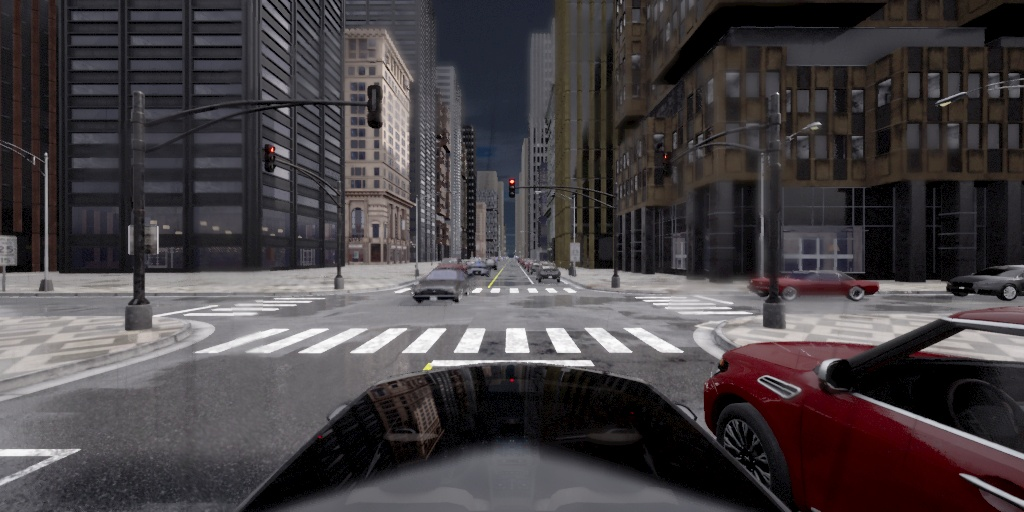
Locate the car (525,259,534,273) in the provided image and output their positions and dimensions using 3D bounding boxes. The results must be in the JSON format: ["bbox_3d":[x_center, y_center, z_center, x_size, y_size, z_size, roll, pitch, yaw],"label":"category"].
[{"bbox_3d":[2.782,1.304,39.456,2.007,1.370,4.403,0,0,0],"label":"car"}]

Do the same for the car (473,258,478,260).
[{"bbox_3d":[-5.741,1.321,45.093,1.948,1.339,4.313,0,0,0],"label":"car"}]

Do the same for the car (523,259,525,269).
[{"bbox_3d":[2.785,1.300,45.097,1.888,1.381,4.507,0,0,0],"label":"car"}]

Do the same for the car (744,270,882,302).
[{"bbox_3d":[13.527,1.314,16.346,4.718,1.301,1.895,0,0,0],"label":"car"}]

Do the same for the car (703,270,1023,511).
[{"bbox_3d":[2.762,1.065,1.202,2.192,1.841,5.009,0,0,0],"label":"car"}]

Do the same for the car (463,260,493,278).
[{"bbox_3d":[-3.085,1.316,33.491,1.994,1.385,4.181,0,0,0],"label":"car"}]

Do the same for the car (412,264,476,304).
[{"bbox_3d":[-3.095,1.297,16.806,2.033,1.411,5.357,0,0,0],"label":"car"}]

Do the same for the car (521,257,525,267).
[{"bbox_3d":[2.790,1.199,56.378,1.967,1.591,4.097,0,0,0],"label":"car"}]

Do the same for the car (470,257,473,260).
[{"bbox_3d":[-5.743,1.193,39.452,1.967,1.591,4.097,0,0,0],"label":"car"}]

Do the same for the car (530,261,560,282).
[{"bbox_3d":[2.776,1.302,28.175,2.007,1.370,4.403,0,0,0],"label":"car"}]

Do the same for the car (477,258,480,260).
[{"bbox_3d":[-5.738,1.339,50.732,1.802,1.307,4.207,0,0,0],"label":"car"}]

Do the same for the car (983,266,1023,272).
[{"bbox_3d":[22.961,1.197,16.388,4.892,1.490,1.837,0,0,0],"label":"car"}]

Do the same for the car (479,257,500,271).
[{"bbox_3d":[-3.061,1.234,50.337,1.882,1.535,5.008,0,0,0],"label":"car"}]

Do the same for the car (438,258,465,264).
[{"bbox_3d":[-5.746,1.067,33.810,2.192,1.841,5.009,0,0,0],"label":"car"}]
